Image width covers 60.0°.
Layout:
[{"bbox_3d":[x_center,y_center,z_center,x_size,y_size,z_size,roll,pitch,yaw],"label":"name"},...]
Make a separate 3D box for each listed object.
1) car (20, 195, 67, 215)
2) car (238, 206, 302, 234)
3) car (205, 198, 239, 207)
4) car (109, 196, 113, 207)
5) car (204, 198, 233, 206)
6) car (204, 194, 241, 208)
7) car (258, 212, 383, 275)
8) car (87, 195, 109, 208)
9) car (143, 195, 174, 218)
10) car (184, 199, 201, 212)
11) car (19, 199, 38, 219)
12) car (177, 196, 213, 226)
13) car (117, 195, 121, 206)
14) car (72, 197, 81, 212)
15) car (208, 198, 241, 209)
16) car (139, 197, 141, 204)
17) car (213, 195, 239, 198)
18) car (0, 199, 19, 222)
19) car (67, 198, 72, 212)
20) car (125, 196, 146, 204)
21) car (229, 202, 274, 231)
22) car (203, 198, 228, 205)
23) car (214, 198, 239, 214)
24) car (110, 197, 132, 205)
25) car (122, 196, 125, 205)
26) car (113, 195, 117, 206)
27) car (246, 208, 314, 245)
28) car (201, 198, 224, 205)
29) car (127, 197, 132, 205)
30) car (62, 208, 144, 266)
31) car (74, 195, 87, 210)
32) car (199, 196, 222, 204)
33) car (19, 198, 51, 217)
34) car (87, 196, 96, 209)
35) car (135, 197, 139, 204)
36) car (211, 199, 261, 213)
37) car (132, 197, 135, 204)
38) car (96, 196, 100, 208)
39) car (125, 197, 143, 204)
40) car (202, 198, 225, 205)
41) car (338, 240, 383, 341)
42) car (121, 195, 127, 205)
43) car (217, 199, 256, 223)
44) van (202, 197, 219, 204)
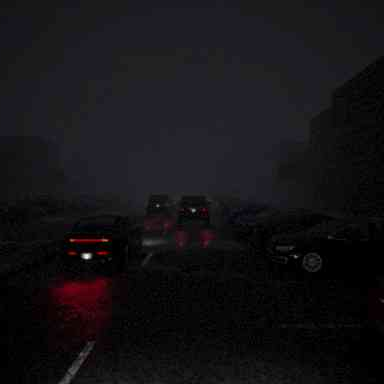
[{"bbox_3d":[-15.723,1.296,32.481,5.566,2.045,2.435,0,0,0],"label":"car"},{"bbox_3d":[4.707,1.538,15.405,4.674,1.452,2.002,0,0,0],"label":"car"},{"bbox_3d":[4.896,1.693,54.303,5.366,1.575,1.946,0,-1,0],"label":"car"},{"bbox_3d":[-15.703,1.423,51.776,5.566,2.045,2.435,0,-1,0],"label":"car"},{"bbox_3d":[4.895,1.837,62.504,5.366,1.575,1.946,0,-1,0],"label":"car"},{"bbox_3d":[4.682,1.410,51.527,5.566,2.045,2.435,0,-1,0],"label":"car"},{"bbox_3d":[4.717,1.489,9.846,4.892,1.521,2.231,0,0,0],"label":"car"},{"bbox_3d":[-15.541,1.641,49.022,5.366,1.575,1.946,0,0,0],"label":"car"},{"bbox_3d":[-2.901,1.285,31.048,2.150,2.045,5.566,0,0,0],"label":"car"},{"bbox_3d":[0.099,1.663,42.806,2.033,1.411,5.357,0,0,0],"label":"car"},{"bbox_3d":[-15.679,1.523,26.965,5.008,1.535,2.097,0,0,0],"label":"car"},{"bbox_3d":[0.100,1.262,23.674,2.150,2.045,5.566,0,0,0],"label":"car"},{"bbox_3d":[-15.714,1.501,57.286,5.566,2.045,2.435,0,-1,0],"label":"car"},{"bbox_3d":[-15.734,1.604,37.994,4.792,1.488,2.163,0,0,0],"label":"car"},{"bbox_3d":[4.709,1.674,48.749,4.674,1.452,2.002,0,0,0],"label":"car"},{"bbox_3d":[-15.975,2.302,82.088,5.366,1.575,1.946,0,-1,0],"label":"car"},{"bbox_3d":[4.683,1.435,34.851,4.553,1.767,2.185,0,0,0],"label":"car"},{"bbox_3d":[-15.647,1.388,24.209,4.553,1.767,2.185,0,0,0],"label":"car"},{"bbox_3d":[-15.697,1.600,35.237,4.674,1.452,2.002,0,0,0],"label":"car"},{"bbox_3d":[-15.782,2.289,93.123,5.566,2.045,2.435,0,-1,0],"label":"car"},{"bbox_3d":[4.716,1.505,18.059,4.892,1.521,2.231,0,0,0],"label":"car"},{"bbox_3d":[4.715,1.968,68.058,5.008,1.535,2.097,0,-1,0],"label":"car"},{"bbox_3d":[4.715,1.538,29.301,5.008,1.535,2.097,0,0,0],"label":"car"},{"bbox_3d":[-15.742,1.987,73.818,4.553,1.767,2.185,0,-1,0],"label":"car"},{"bbox_3d":[-15.782,1.886,62.790,4.792,1.488,2.163,0,-1,0],"label":"car"},{"bbox_3d":[-15.708,1.456,54.534,5.566,2.045,2.435,0,-1,0],"label":"car"},{"bbox_3d":[4.739,1.522,12.626,4.792,1.488,2.163,0,0,0],"label":"car"},{"bbox_3d":[4.705,2.173,76.519,5.008,1.535,2.097,0,-1,0],"label":"car"},{"bbox_3d":[-15.791,1.730,68.307,5.566,2.045,2.435,0,-1,0],"label":"car"},{"bbox_3d":[-2.900,1.515,11.581,1.837,1.490,4.892,0,0,0],"label":"car"},{"bbox_3d":[-15.742,1.464,40.752,4.553,1.767,2.185,0,0,0],"label":"car"},{"bbox_3d":[4.680,2.112,84.741,5.566,2.045,2.435,0,-1,0],"label":"car"},{"bbox_3d":[-15.660,1.564,29.721,4.792,1.488,2.163,0,0,0],"label":"car"},{"bbox_3d":[-15.710,1.604,43.509,5.008,1.535,2.097,0,0,0],"label":"car"},{"bbox_3d":[-15.970,2.239,79.329,5.366,1.575,1.946,0,-1,0],"label":"car"},{"bbox_3d":[4.896,1.569,37.512,5.366,1.575,1.946,0,0,0],"label":"car"},{"bbox_3d":[-15.740,1.795,71.064,5.566,2.045,2.435,0,-1,0],"label":"car"},{"bbox_3d":[-15.718,1.663,46.263,4.674,1.452,2.002,0,0,0],"label":"car"},{"bbox_3d":[-15.836,2.359,90.362,4.553,1.767,2.185,0,-1,0],"label":"car"},{"bbox_3d":[4.739,2.136,73.739,4.792,1.488,2.163,0,-1,0],"label":"car"},{"bbox_3d":[4.707,1.522,4.290,4.674,1.452,2.002,0,0,0],"label":"car"},{"bbox_3d":[-15.789,1.790,65.550,4.553,1.767,2.185,0,-1,0],"label":"car"},{"bbox_3d":[4.704,1.529,26.521,4.892,1.521,2.231,0,0,0],"label":"car"},{"bbox_3d":[4.829,2.201,87.639,4.442,1.987,1.878,0,-1,0],"label":"van"}]
